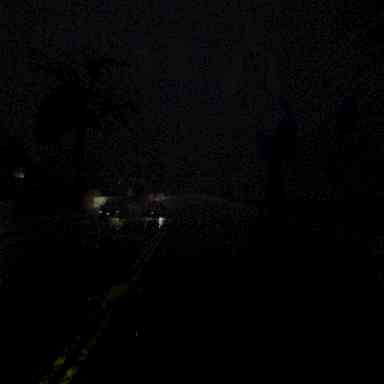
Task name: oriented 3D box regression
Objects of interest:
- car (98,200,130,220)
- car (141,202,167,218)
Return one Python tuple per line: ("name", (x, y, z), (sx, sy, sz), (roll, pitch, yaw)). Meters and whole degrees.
("car", (-6.595, 1.498, 28.483), (1.837, 1.490, 4.892), (0, 0, 0))
("car", (-3.343, 1.555, 29.989), (1.994, 1.385, 4.181), (0, 0, 0))
